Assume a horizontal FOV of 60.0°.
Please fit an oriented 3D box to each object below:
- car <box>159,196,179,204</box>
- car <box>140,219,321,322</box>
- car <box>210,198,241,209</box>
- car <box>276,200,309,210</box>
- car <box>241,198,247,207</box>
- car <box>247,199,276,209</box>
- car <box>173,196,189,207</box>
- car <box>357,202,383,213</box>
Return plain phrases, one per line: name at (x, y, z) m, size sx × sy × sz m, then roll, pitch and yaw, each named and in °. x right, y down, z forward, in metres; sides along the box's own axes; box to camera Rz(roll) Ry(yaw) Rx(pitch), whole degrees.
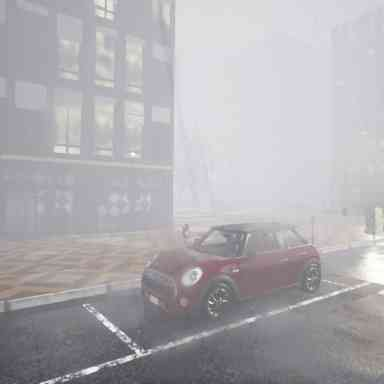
car at (-5.250, 1.724, 74.611) m, size 2.192 × 1.841 × 5.009 m, roll 1°, pitch -1°, yaw -35°
car at (0.932, 1.442, 7.218) m, size 4.097 × 1.590 × 1.967 m, roll 0°, pitch 1°, yaw -36°
car at (4.315, 1.677, 46.638) m, size 2.008 × 1.369 × 4.403 m, roll 1°, pitch -1°, yaw -35°
car at (14.433, 1.806, 46.856) m, size 1.802 × 1.307 × 4.206 m, roll 1°, pitch -1°, yaw -35°
car at (7.872, 1.725, 56.108) m, size 1.967 × 1.590 × 4.097 m, roll 1°, pitch -1°, yaw -35°
car at (11.153, 1.799, 51.482) m, size 1.887 × 1.381 × 4.507 m, roll 1°, pitch -1°, yaw -35°
car at (-2.247, 1.732, 55.889) m, size 1.887 × 1.381 × 4.507 m, roll 1°, pitch -1°, yaw -35°
car at (20.995, 1.730, 37.606) m, size 1.947 × 1.339 × 4.313 m, roll 1°, pitch -1°, yaw -35°
